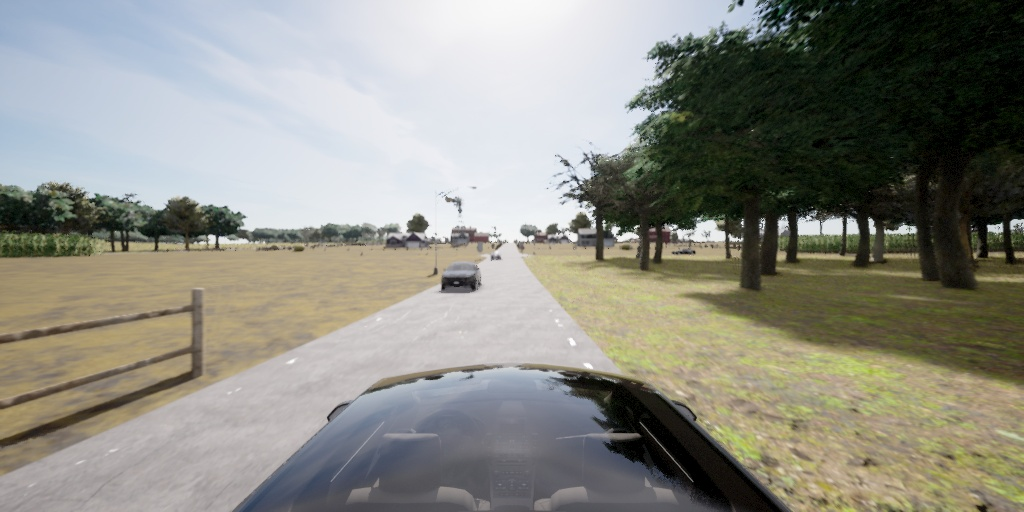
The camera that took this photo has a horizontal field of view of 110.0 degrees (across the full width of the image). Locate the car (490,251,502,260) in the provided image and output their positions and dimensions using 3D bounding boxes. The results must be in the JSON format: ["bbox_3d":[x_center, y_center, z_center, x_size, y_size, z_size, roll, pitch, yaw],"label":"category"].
[{"bbox_3d":[-2.793,-0.110,62.207,2.128,1.511,4.902,0,2,1],"label":"car"}]

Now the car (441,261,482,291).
[{"bbox_3d":[-2.851,1.063,20.883,1.882,1.535,5.008,0,1,0],"label":"car"}]
